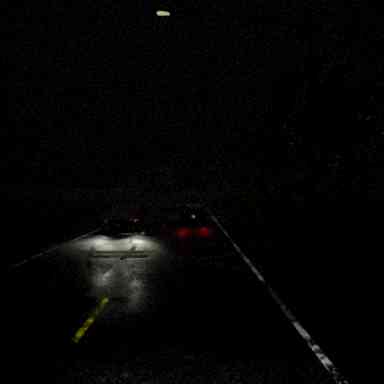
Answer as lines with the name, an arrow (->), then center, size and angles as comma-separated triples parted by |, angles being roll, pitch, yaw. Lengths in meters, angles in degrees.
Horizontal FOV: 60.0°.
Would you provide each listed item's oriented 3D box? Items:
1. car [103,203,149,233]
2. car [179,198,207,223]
car -> -3.591, 1.354, 18.756 | 1.882, 1.535, 5.008 | 0, 0, 0
car -> 0.094, 1.370, 23.606 | 1.812, 1.442, 4.674 | 0, 0, 0
